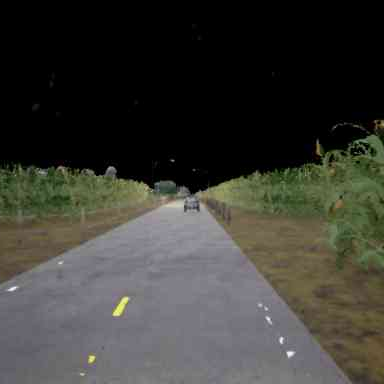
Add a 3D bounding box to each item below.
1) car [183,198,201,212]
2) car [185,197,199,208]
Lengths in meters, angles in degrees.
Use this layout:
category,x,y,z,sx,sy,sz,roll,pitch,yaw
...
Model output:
category,x,y,z,sx,sy,sz,roll,pitch,yaw
car,0.000,1.436,38.166,2.128,1.511,4.902,0,0,0
car,0.013,1.533,49.276,1.994,1.385,4.181,0,0,0
